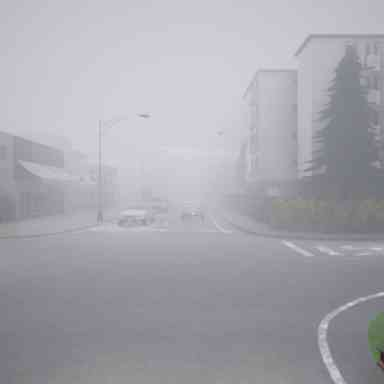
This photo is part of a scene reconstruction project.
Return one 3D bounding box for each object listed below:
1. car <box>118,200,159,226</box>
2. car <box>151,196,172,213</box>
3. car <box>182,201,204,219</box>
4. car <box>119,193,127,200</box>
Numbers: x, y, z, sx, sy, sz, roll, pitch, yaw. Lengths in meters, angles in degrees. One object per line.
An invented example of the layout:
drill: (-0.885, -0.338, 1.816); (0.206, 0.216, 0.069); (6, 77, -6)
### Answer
car: (-3.839, 1.517, 23.646); (1.812, 1.442, 4.674); (0, 0, 3)
car: (-3.644, 1.339, 35.844); (2.097, 1.767, 4.553); (0, 0, 0)
car: (0.060, 1.515, 29.305); (1.812, 1.442, 4.674); (0, 0, 0)
car: (-19.049, 1.457, 91.733); (2.007, 1.523, 4.514); (0, 0, 0)
